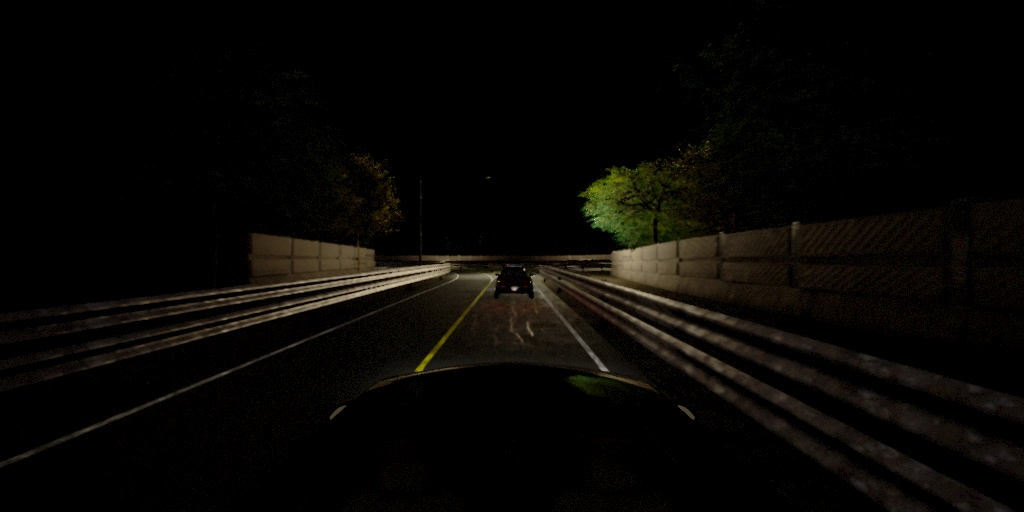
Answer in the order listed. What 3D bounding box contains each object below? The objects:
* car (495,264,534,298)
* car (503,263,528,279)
[{"bbox_3d":[0.116,1.305,18.423,1.812,1.442,4.674,1,0,0],"label":"car"},{"bbox_3d":[0.435,1.491,35.982,2.033,1.411,5.357,2,-1,4],"label":"car"}]
